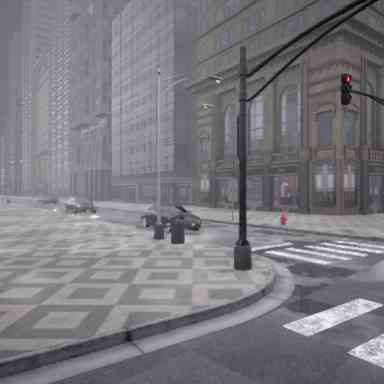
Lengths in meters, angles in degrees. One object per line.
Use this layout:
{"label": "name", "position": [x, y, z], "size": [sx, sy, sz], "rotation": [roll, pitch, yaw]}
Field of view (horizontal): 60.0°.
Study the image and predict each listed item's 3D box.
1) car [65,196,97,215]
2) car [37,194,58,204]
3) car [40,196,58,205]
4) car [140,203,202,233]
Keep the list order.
{"label": "car", "position": [-11.077, 1.252, 33.120], "size": [2.097, 1.767, 4.553], "rotation": [0, 0, -35]}
{"label": "car", "position": [-20.248, 1.020, 46.170], "size": [1.837, 1.490, 4.892], "rotation": [0, 0, -35]}
{"label": "car", "position": [-25.093, 1.447, 58.333], "size": [1.895, 1.301, 4.718], "rotation": [0, 0, -36]}
{"label": "car", "position": [-1.337, 1.446, 19.416], "size": [1.837, 1.490, 4.892], "rotation": [0, 1, -35]}
